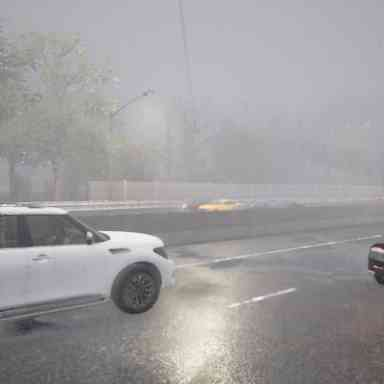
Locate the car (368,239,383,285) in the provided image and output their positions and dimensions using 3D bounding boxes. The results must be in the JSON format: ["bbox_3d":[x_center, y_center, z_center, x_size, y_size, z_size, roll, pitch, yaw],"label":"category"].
[{"bbox_3d":[6.255,1.496,8.204,4.902,1.511,2.128,0,0,-35],"label":"car"}]

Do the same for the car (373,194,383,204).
[{"bbox_3d":[33.973,1.304,58.165,5.566,2.045,2.150,0,0,-35],"label":"car"}]

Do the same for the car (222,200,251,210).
[{"bbox_3d":[5.400,1.508,29.324,4.902,1.511,2.128,0,0,-35],"label":"car"}]

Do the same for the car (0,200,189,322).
[{"bbox_3d":[-3.001,1.222,5.919,5.566,2.045,2.150,0,0,-35],"label":"car"}]

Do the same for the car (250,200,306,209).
[{"bbox_3d":[7.226,1.521,26.328,4.892,1.490,1.837,0,0,-35],"label":"car"}]

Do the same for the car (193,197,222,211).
[{"bbox_3d":[2.894,1.494,31.837,5.008,1.535,1.882,0,0,-35],"label":"car"}]

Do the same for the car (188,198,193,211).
[{"bbox_3d":[0.281,1.367,33.903,4.553,1.767,2.097,0,0,-37],"label":"car"}]
